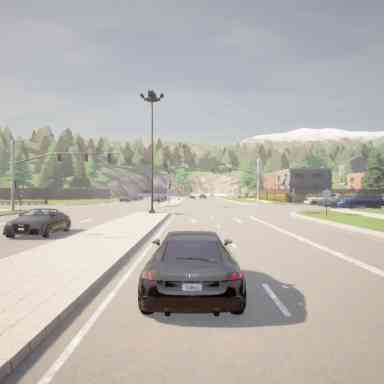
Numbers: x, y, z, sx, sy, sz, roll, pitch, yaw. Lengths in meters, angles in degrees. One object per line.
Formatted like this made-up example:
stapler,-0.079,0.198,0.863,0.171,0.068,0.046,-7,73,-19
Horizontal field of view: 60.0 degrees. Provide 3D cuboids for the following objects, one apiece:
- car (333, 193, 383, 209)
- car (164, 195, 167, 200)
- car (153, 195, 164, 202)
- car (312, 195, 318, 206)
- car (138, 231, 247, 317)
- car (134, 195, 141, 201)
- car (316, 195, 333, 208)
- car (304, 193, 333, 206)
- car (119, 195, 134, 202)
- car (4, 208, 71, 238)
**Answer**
car,21.746,1.223,42.990,5.566,2.045,2.150,0,0,-1
car,-7.959,1.524,83.826,1.812,1.442,4.674,0,0,0
car,-7.964,1.524,74.216,1.812,1.442,4.674,0,0,0
car,21.436,1.547,49.989,5.357,1.411,2.033,0,0,-1
car,0.003,1.563,7.579,1.994,1.385,4.181,0,0,0
car,-14.958,1.500,84.961,1.837,1.490,4.892,0,0,0
car,20.708,1.548,46.484,5.357,1.411,2.033,0,0,-1
car,21.029,1.222,53.504,5.566,2.045,2.150,0,0,0
car,-14.964,1.540,74.580,2.033,1.411,5.357,0,0,0
car,-8.013,1.564,17.625,1.994,1.385,4.181,0,0,1
